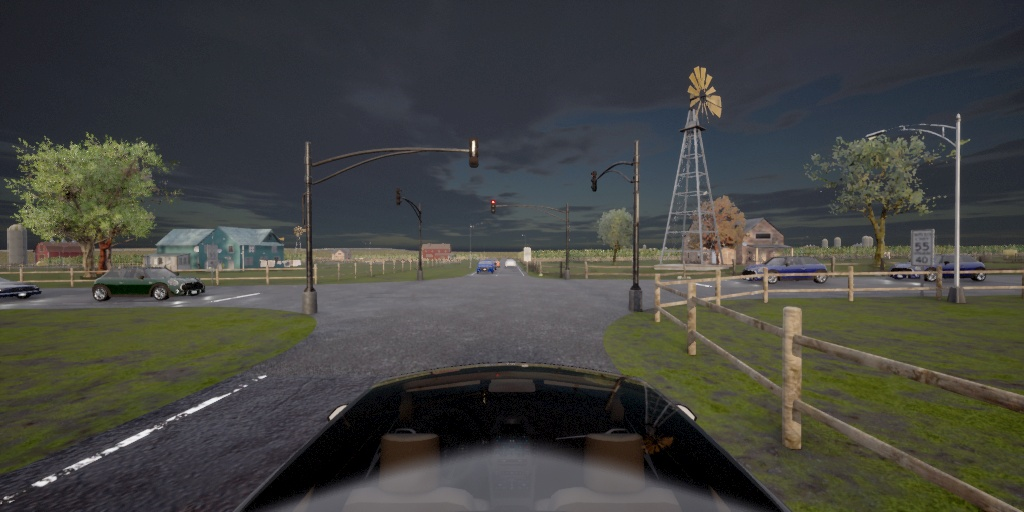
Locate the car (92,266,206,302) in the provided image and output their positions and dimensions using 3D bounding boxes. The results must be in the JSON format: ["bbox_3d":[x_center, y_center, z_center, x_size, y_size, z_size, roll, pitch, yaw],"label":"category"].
[{"bbox_3d":[-19.174,1.372,19.086,4.553,1.767,2.097,-1,1,0],"label":"car"}]

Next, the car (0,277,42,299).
[{"bbox_3d":[-28.693,1.698,19.044,5.357,1.411,2.033,-1,1,0],"label":"car"}]

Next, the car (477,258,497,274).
[{"bbox_3d":[-3.044,1.223,41.959,1.882,1.535,5.008,0,0,-1],"label":"car"}]

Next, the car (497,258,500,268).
[{"bbox_3d":[-3.114,1.293,51.862,2.033,1.411,5.357,0,0,-1],"label":"car"}]

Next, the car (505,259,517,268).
[{"bbox_3d":[-0.239,1.273,61.706,1.812,1.442,4.674,0,0,0],"label":"car"}]

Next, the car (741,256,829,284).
[{"bbox_3d":[17.322,0.809,22.952,4.553,1.767,2.097,-1,1,0],"label":"car"}]

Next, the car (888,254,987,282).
[{"bbox_3d":[27.122,0.679,22.992,4.553,1.767,2.097,-1,1,0],"label":"car"}]

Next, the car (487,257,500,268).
[{"bbox_3d":[-3.160,1.100,61.896,2.097,1.767,4.553,0,0,0],"label":"car"}]
